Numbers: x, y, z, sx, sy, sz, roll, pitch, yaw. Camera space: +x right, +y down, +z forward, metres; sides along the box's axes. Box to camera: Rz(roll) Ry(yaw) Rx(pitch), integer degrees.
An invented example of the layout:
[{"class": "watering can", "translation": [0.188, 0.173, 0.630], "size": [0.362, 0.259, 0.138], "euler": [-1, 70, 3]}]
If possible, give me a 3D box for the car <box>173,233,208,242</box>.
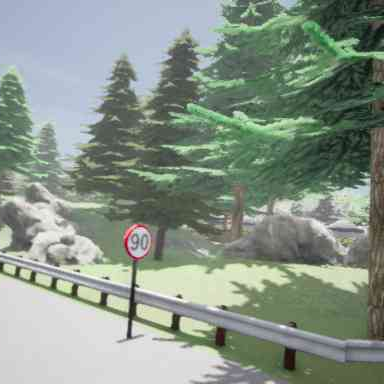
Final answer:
[{"class": "car", "translation": [-0.325, 5.996, 43.305], "size": [4.718, 1.301, 1.895], "euler": [-1, -8, 40]}]
